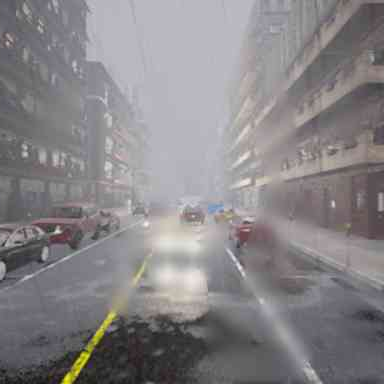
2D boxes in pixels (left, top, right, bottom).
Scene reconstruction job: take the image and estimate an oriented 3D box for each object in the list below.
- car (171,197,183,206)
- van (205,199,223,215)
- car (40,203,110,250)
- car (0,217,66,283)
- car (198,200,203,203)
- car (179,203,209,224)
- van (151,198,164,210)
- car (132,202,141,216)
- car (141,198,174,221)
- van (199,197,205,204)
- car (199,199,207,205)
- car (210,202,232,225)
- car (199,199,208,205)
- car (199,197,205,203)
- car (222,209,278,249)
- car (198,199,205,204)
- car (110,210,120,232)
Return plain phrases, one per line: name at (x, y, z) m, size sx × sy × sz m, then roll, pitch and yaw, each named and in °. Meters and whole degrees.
car at (-3.008, 2.213, 71.361) m, size 1.882 × 1.535 × 5.008 m, roll 0°, pitch -1°, yaw 0°
van at (2.667, 1.745, 38.105) m, size 1.690 × 1.788 × 3.998 m, roll 1°, pitch -1°, yaw 0°
car at (-5.676, 1.482, 15.490) m, size 2.192 × 1.841 × 5.009 m, roll 1°, pitch -1°, yaw 0°
car at (-5.679, 1.657, 9.817) m, size 2.008 × 1.369 × 4.403 m, roll 1°, pitch -1°, yaw 0°
car at (0.092, 2.047, 42.191) m, size 1.895 × 1.301 × 4.718 m, roll 0°, pitch -1°, yaw 0°
car at (0.096, 1.854, 27.313) m, size 1.994 × 1.385 × 4.181 m, roll 0°, pitch -1°, yaw 0°
van at (-5.681, 1.921, 55.185) m, size 1.690 × 1.788 × 3.998 m, roll 1°, pitch -1°, yaw 0°
car at (-5.680, 1.844, 38.172) m, size 1.967 × 1.590 × 4.097 m, roll 1°, pitch -1°, yaw 0°
car at (-3.101, 1.680, 30.880) m, size 2.097 × 1.767 × 4.553 m, roll 0°, pitch -1°, yaw 0°
van at (2.662, 2.267, 89.136) m, size 1.690 × 1.788 × 3.998 m, roll 1°, pitch -1°, yaw 0°
car at (2.660, 2.396, 83.634) m, size 1.752 × 1.417 × 4.829 m, roll 1°, pitch -1°, yaw 0°
car at (2.688, 1.812, 26.932) m, size 1.752 × 1.417 × 4.829 m, roll 1°, pitch -1°, yaw 0°
car at (2.660, 2.377, 77.794) m, size 1.947 × 1.339 × 4.313 m, roll 1°, pitch -1°, yaw 0°
car at (2.662, 2.193, 72.124) m, size 1.967 × 1.590 × 4.097 m, roll 1°, pitch -1°, yaw 0°
car at (2.700, 1.711, 15.422) m, size 1.887 × 1.381 × 4.507 m, roll 1°, pitch -1°, yaw 0°
car at (2.658, 2.565, 94.804) m, size 1.802 × 1.307 × 4.206 m, roll 1°, pitch -1°, yaw 0°
car at (-5.681, 1.808, 21.158) m, size 1.802 × 1.307 × 4.206 m, roll 1°, pitch -1°, yaw 0°
